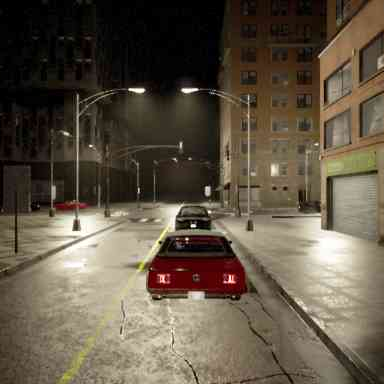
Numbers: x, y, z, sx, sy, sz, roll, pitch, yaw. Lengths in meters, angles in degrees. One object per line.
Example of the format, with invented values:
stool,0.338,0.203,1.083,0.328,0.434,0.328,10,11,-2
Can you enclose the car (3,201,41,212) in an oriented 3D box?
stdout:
car,-20.201,1.725,39.315,4.313,1.339,1.947,0,0,0

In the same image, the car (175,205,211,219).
car,0.059,1.474,18.431,1.882,1.535,5.008,0,0,0

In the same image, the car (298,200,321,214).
car,12.041,1.415,30.826,4.313,1.339,1.947,0,0,0

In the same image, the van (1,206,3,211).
van,-20.185,1.425,30.791,3.998,1.788,1.690,0,0,0

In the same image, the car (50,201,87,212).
car,-14.553,1.701,39.321,4.206,1.307,1.802,0,0,0

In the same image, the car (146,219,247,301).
car,0.081,1.601,8.282,1.895,1.301,4.718,0,0,0
